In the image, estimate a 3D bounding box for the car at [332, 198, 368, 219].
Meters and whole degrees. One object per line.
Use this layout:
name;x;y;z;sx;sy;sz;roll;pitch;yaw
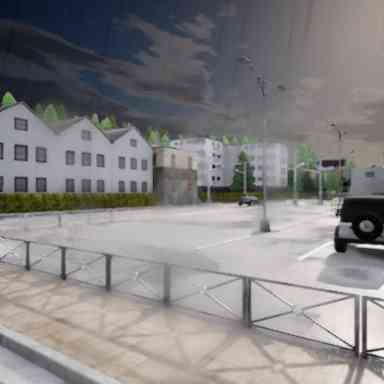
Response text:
car;13.485;1.293;28.192;2.007;1.523;4.514;0;0;35

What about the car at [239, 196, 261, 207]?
car;8.364;1.291;47.916;1.837;1.490;4.892;0;0;33

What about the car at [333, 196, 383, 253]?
car;6.179;1.075;11.470;1.905;1.878;3.866;0;0;35
